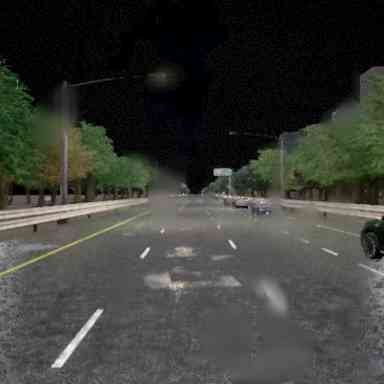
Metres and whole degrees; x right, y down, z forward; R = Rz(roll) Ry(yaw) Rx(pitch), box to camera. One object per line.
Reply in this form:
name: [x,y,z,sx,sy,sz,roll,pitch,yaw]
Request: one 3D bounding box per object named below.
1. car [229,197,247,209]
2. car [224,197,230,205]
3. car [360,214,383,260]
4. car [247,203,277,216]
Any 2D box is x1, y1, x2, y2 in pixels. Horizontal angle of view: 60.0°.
car: [7.136,1.739,49.532,1.994,1.385,4.181,0,0,0]
car: [7.233,1.733,65.064,2.128,1.511,4.902,0,0,0]
car: [7.004,1.238,9.371,2.150,2.045,5.566,0,0,0]
car: [7.060,1.704,33.288,1.895,1.301,4.718,0,0,0]
